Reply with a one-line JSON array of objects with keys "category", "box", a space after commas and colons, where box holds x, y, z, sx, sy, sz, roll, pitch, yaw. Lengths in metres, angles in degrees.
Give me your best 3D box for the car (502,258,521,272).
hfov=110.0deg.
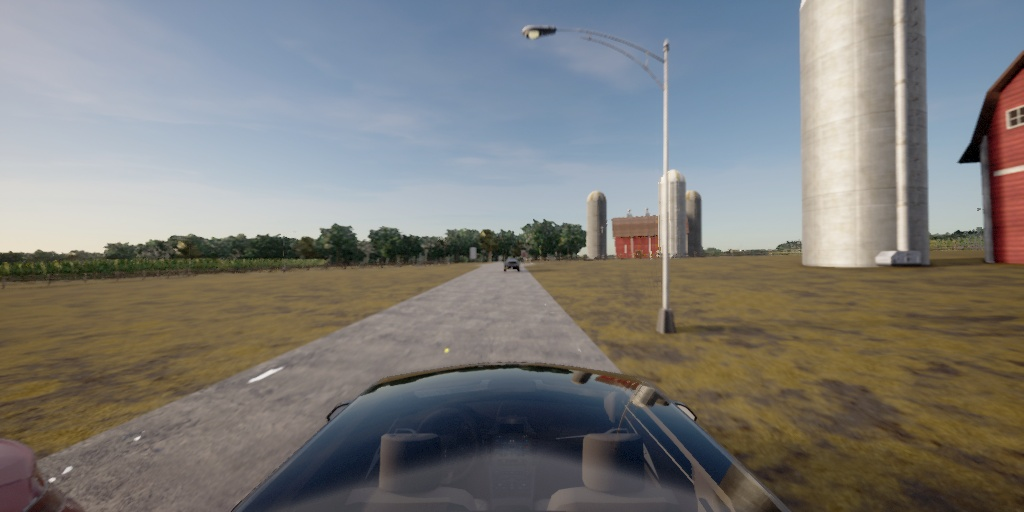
[{"category": "car", "box": [-0.006, 1.022, 41.073, 1.837, 1.490, 4.892, 0, 0, 0]}]
